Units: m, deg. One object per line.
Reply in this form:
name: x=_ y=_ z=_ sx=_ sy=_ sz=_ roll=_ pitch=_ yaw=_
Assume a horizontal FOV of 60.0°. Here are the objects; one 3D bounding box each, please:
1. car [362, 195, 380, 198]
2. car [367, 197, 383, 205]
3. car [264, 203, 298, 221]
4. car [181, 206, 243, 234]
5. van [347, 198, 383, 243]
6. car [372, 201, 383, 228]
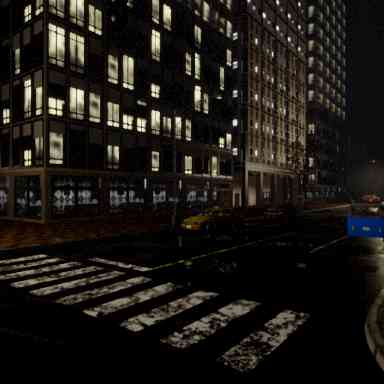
car: x=31.165 y=1.376 z=58.221 sx=2.192 sy=1.841 sz=5.009 roll=0 pitch=0 yaw=38
car: x=34.557 y=1.620 z=62.629 sx=2.008 sy=1.369 sz=4.403 roll=0 pitch=0 yaw=38
car: x=7.413 y=1.598 z=27.354 sx=1.802 sy=1.307 sz=4.206 roll=0 pitch=0 yaw=38
car: x=1.306 y=1.534 z=19.631 sx=1.752 sy=1.417 sz=4.829 roll=0 pitch=0 yaw=38
van: x=8.696 y=1.366 z=15.918 sx=1.690 sy=1.788 sz=3.998 roll=0 pitch=0 yaw=38
car: x=13.658 y=1.470 z=22.548 sx=1.967 sy=1.590 sz=4.097 roll=0 pitch=0 yaw=38
